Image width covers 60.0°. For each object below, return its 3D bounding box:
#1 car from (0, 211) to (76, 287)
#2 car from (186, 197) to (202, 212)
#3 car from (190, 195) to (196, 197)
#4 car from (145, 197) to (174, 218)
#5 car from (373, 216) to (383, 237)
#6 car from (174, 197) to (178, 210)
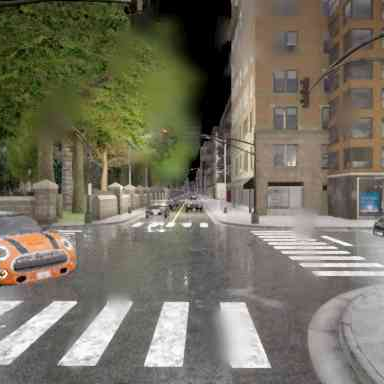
[{"bbox_3d":[-5.216,1.349,9.217,4.553,1.767,2.097,0,0,39],"label":"car"},{"bbox_3d":[0.220,1.565,38.511,1.895,1.301,4.718,0,0,0],"label":"car"},{"bbox_3d":[0.227,1.424,70.695,1.812,1.442,4.674,0,0,0],"label":"car"},{"bbox_3d":[-3.007,1.472,29.740,2.128,1.511,4.902,0,0,0],"label":"car"},{"bbox_3d":[11.009,1.365,15.502,4.553,1.767,2.097,0,0,1],"label":"car"},{"bbox_3d":[-2.994,1.562,39.823,1.895,1.301,4.718,0,0,0],"label":"car"}]
